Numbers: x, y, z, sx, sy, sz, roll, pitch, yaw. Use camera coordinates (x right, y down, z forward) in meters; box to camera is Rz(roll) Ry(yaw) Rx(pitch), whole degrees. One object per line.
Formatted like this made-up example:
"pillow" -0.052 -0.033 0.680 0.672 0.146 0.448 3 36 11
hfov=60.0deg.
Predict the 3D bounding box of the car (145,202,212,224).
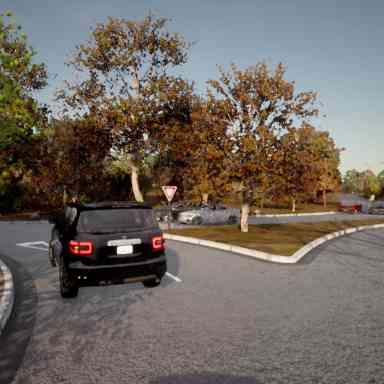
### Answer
"car" -0.979 1.546 25.702 4.892 1.490 1.837 1 0 -31

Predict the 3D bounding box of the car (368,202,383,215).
"car" 21.671 1.880 38.248 1.837 1.490 4.892 1 0 40

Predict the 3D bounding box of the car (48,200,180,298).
"car" -2.479 1.220 8.894 2.150 2.045 5.566 0 0 -26

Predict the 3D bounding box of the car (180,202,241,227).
"car" 1.256 1.575 23.386 4.674 1.442 1.812 0 0 -29

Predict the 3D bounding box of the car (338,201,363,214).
"car" 19.425 1.855 40.578 1.882 1.535 5.008 0 0 40
